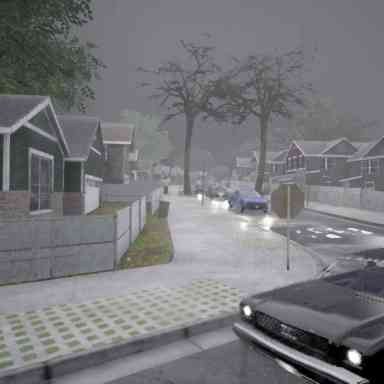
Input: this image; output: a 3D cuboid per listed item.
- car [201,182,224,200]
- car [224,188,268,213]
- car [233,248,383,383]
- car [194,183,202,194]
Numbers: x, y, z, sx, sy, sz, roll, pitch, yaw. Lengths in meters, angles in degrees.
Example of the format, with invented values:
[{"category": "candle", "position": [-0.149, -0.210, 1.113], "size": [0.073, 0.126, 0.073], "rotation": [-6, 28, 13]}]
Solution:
[{"category": "car", "position": [2.670, 0.012, 35.950], "size": [2.128, 1.511, 4.902], "rotation": [1, 3, -6]}, {"category": "car", "position": [3.950, 0.577, 23.969], "size": [1.882, 1.535, 5.008], "rotation": [1, 3, -6]}, {"category": "car", "position": [2.897, 1.607, 4.871], "size": [4.718, 1.301, 1.895], "rotation": [0, 0, -33]}, {"category": "car", "position": [1.432, -0.556, 47.758], "size": [2.128, 1.511, 4.902], "rotation": [1, 3, -6]}]
